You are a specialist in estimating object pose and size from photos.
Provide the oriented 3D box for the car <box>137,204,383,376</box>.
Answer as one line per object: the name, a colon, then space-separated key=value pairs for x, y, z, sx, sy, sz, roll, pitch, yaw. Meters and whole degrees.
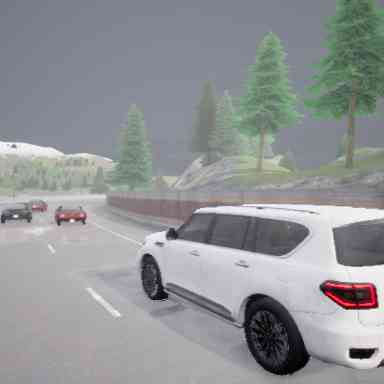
car: x=0.983 y=1.222 z=5.959 sx=2.150 sy=2.045 sz=5.566 roll=0 pitch=0 yaw=-33

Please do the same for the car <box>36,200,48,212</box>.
car: x=-17.814 y=1.553 z=38.251 sx=1.994 sy=1.385 sz=4.181 roll=0 pitch=0 yaw=-18

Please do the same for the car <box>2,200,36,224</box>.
car: x=-13.050 y=1.518 z=25.040 sx=1.812 sy=1.442 sz=4.674 roll=0 pitch=0 yaw=-23

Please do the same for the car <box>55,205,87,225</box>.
car: x=-8.864 y=1.595 z=24.062 sx=1.895 sy=1.301 sz=4.718 roll=0 pitch=0 yaw=-24
